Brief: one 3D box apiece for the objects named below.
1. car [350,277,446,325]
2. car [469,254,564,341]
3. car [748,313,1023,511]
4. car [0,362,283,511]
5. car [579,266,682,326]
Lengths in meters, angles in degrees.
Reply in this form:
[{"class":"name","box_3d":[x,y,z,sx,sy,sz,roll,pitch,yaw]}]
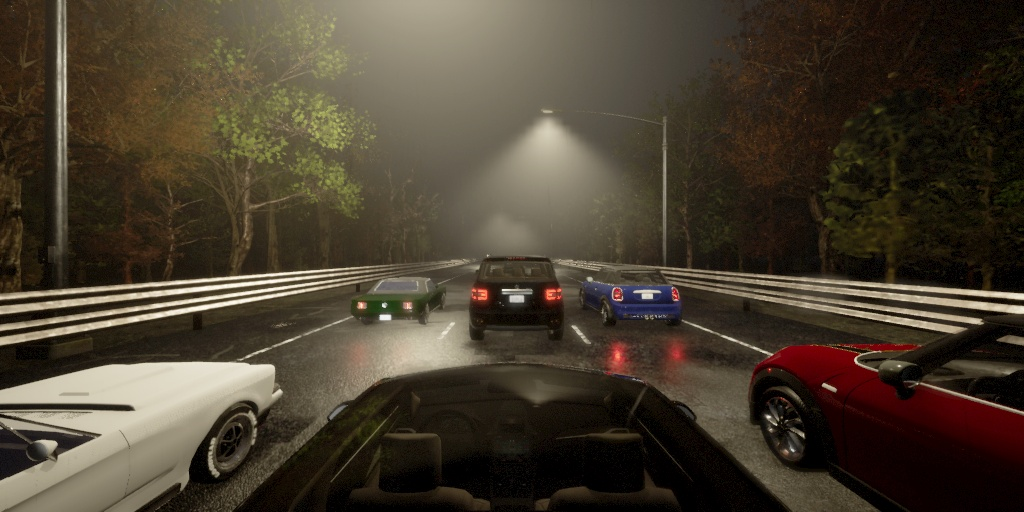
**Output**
[{"class":"car","box_3d":[-3.395,1.348,11.762,1.895,1.301,4.718,0,0,-1]},{"class":"car","box_3d":[0.103,0.970,10.045,2.150,2.045,5.566,0,0,0]},{"class":"car","box_3d":[3.595,1.102,1.992,2.097,1.767,4.553,0,0,0]},{"class":"car","box_3d":[-3.401,1.351,1.707,1.895,1.301,4.718,0,0,0]},{"class":"car","box_3d":[3.605,1.099,11.744,2.097,1.767,4.553,0,0,-1]}]
